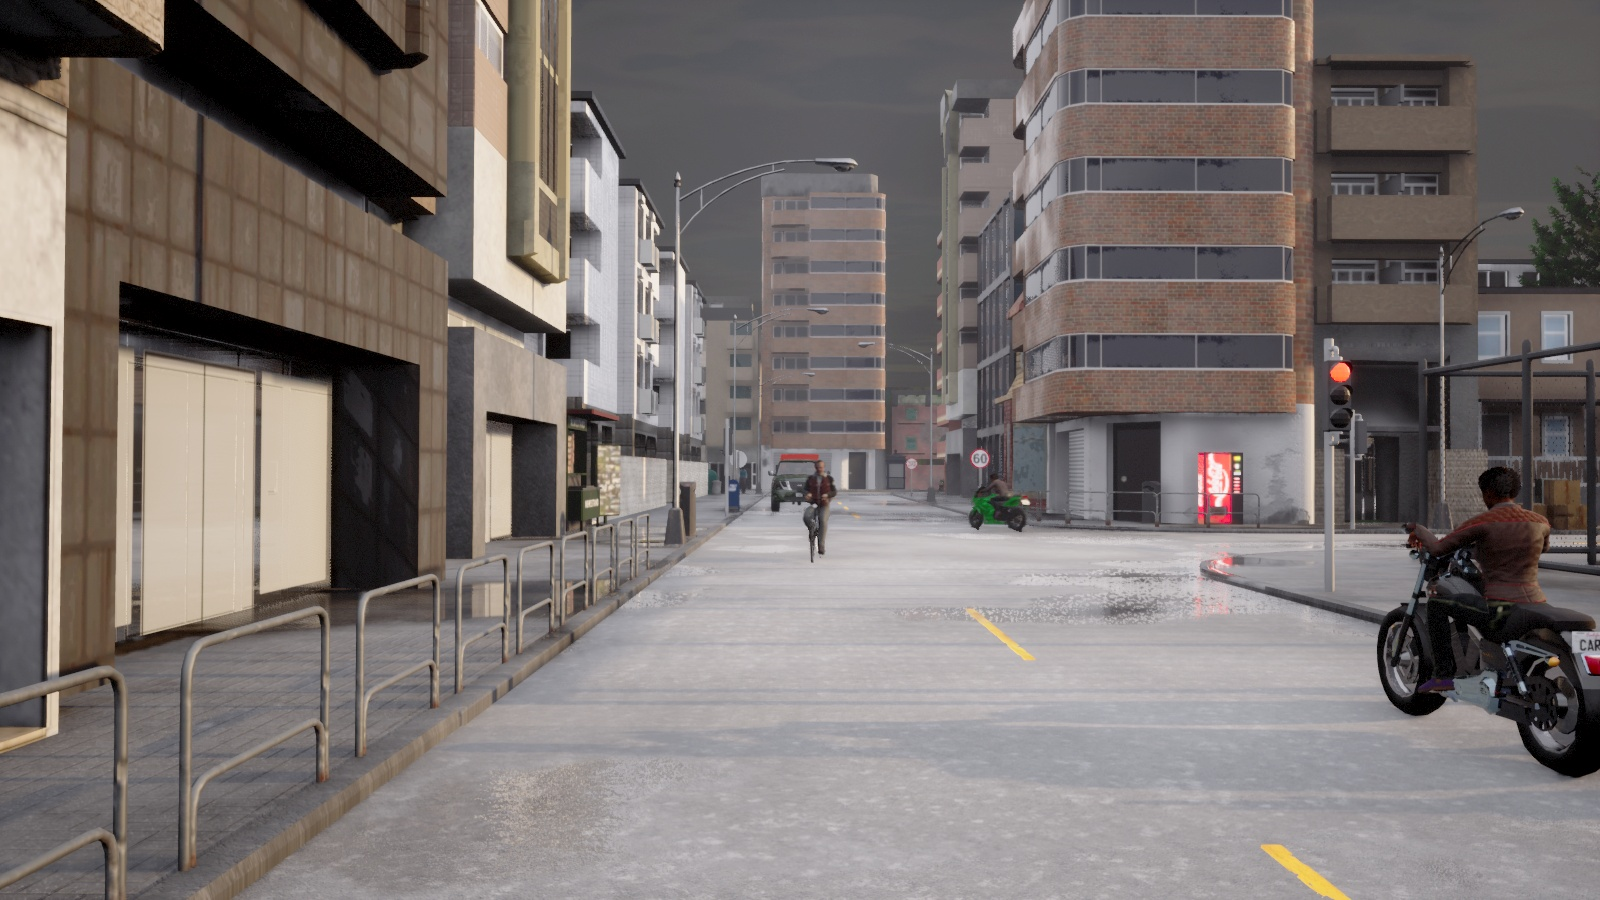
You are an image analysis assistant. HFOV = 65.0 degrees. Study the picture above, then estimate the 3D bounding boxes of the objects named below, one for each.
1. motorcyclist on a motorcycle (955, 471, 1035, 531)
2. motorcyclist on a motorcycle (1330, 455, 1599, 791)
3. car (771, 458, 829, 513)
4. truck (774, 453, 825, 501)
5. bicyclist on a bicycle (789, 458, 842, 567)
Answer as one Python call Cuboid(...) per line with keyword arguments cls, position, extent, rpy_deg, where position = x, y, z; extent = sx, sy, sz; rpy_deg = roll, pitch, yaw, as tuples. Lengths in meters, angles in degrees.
Cuboid(cls="motorcyclist on a motorcycle", position=(5.108, 1.329, 33.002), extent=(0.797, 1.523, 2.044), rpy_deg=(5, -4, -39))
Cuboid(cls="motorcyclist on a motorcycle", position=(3.999, 0.872, 7.367), extent=(0.766, 1.649, 2.350), rpy_deg=(0, -1, 0))
Cuboid(cls="car", position=(-0.029, 1.368, 49.796), extent=(2.150, 2.045, 5.566), rpy_deg=(0, -1, -1))
Cuboid(cls="truck", position=(-0.009, 1.456, 67.330), extent=(2.627, 2.467, 5.204), rpy_deg=(0, -1, 0))
Cuboid(cls="bicyclist on a bicycle", position=(0.285, 1.045, 21.543), extent=(0.659, 1.776, 1.843), rpy_deg=(0, -1, 8))
